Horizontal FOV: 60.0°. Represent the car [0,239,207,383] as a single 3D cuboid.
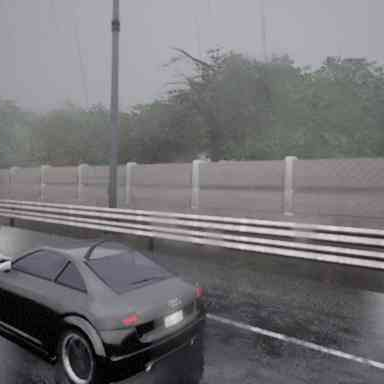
[{"bbox_3d":[-1.844,1.450,5.200,4.181,1.385,1.994,2,1,36],"label":"car"}]
